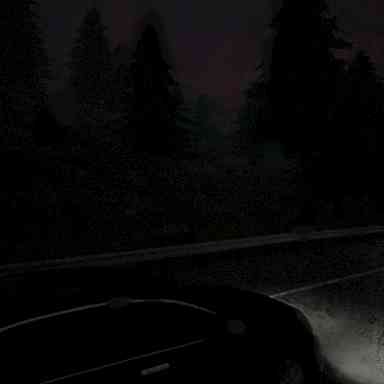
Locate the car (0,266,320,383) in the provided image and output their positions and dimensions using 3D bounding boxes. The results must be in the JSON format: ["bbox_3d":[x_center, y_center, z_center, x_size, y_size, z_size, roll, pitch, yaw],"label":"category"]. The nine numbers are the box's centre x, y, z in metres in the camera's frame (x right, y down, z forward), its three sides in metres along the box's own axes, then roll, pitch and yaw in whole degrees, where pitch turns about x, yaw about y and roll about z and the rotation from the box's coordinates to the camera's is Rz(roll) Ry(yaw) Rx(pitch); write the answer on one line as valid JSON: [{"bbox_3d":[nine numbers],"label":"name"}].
[{"bbox_3d":[-0.804,1.503,3.104,4.892,1.490,1.837,0,0,-35],"label":"car"}]
